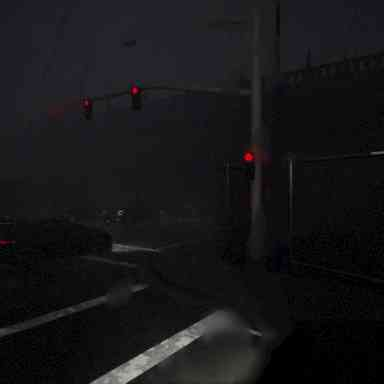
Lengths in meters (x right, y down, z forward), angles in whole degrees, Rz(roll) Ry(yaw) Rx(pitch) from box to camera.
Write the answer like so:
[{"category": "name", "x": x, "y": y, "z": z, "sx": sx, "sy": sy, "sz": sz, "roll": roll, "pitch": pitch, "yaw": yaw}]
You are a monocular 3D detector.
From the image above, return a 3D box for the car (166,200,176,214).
[{"category": "car", "x": -2.680, "y": 1.533, "z": 32.909, "sx": 1.882, "sy": 1.535, "sz": 5.008, "roll": 0, "pitch": 0, "yaw": 35}]

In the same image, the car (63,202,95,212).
[{"category": "car", "x": -8.188, "y": 1.533, "z": 25.166, "sx": 1.882, "sy": 1.535, "sz": 5.008, "roll": 0, "pitch": 0, "yaw": 35}]

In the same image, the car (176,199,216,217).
[{"category": "car", "x": 0.945, "y": 1.533, "z": 31.964, "sx": 1.882, "sy": 1.535, "sz": 5.008, "roll": 0, "pitch": 0, "yaw": 35}]

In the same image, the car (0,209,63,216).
[{"category": "car", "x": -7.977, "y": 1.515, "z": 13.041, "sx": 2.128, "sy": 1.511, "sz": 4.902, "roll": 0, "pitch": 0, "yaw": 35}]

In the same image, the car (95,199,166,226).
[{"category": "car", "x": -4.402, "y": 1.407, "z": 24.447, "sx": 2.097, "sy": 1.767, "sz": 4.553, "roll": 0, "pitch": 0, "yaw": 35}]

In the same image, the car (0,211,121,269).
[{"category": "car", "x": -4.803, "y": 1.588, "z": 11.465, "sx": 1.994, "sy": 1.385, "sz": 4.181, "roll": 0, "pitch": 0, "yaw": 35}]

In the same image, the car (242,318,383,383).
[{"category": "car", "x": 2.931, "y": 1.547, "z": 1.876, "sx": 5.357, "sy": 1.411, "sz": 2.033, "roll": 0, "pitch": 0, "yaw": 36}]

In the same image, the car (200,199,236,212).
[{"category": "car", "x": 3.311, "y": 1.603, "z": 41.329, "sx": 2.033, "sy": 1.411, "sz": 5.357, "roll": 0, "pitch": 0, "yaw": 35}]
